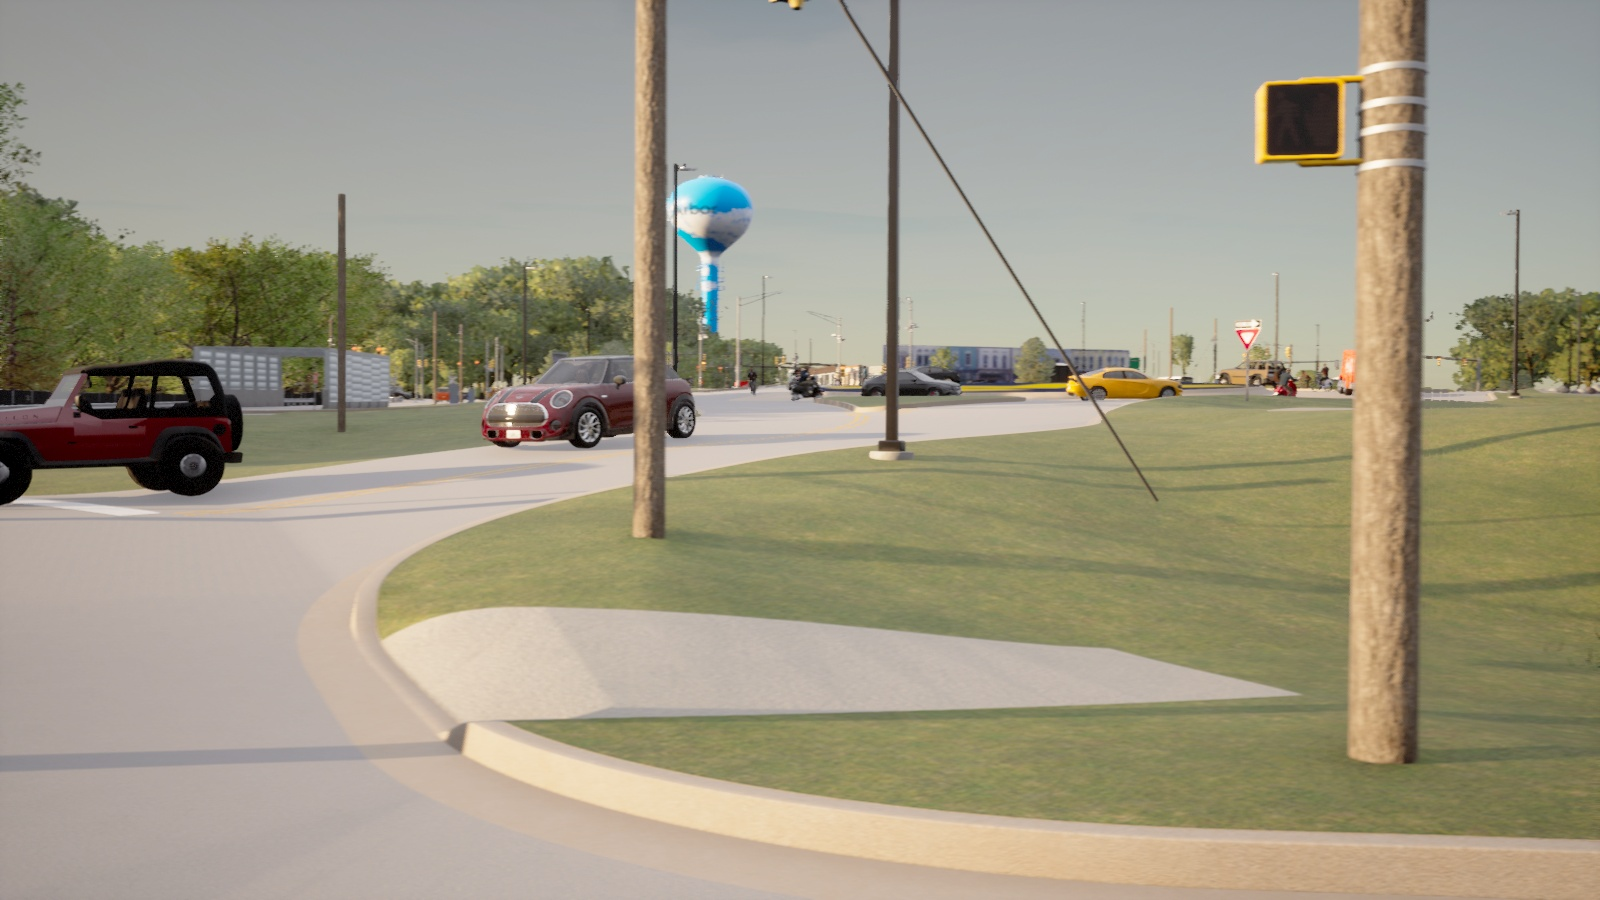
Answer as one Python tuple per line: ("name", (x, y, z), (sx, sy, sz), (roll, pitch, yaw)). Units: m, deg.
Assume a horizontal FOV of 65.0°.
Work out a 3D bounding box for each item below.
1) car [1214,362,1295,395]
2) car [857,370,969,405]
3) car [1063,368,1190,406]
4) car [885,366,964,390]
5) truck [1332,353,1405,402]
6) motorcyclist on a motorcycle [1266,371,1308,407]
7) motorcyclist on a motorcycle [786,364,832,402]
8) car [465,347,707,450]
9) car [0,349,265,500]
("car", (27.636, -4.390, 76.499), (1.932, 1.855, 4.605), (1, 4, -23))
("car", (5.070, -2.829, 56.584), (4.674, 1.442, 1.812), (2, 5, 30))
("car", (14.298, -2.762, 55.110), (5.008, 1.535, 1.882), (1, 5, -4))
("car", (8.482, -4.908, 85.551), (5.008, 1.535, 1.882), (-1, 1, -8))
("truck", (30.882, -3.993, 68.368), (2.627, 2.467, 5.204), (2, 5, 14))
("motorcyclist on a motorcycle", (22.714, -2.829, 58.569), (1.817, 1.590, 0.866), (0, 7, -37))
("motorcyclist on a motorcycle", (0.390, -2.863, 54.103), (1.817, 1.590, 0.866), (2, 0, 38))
("car", (-3.931, -1.037, 23.924), (2.097, 1.767, 4.553), (1, 4, 29))
("car", (-9.671, -0.373, 17.220), (3.866, 1.878, 1.905), (-2, 3, -41))
